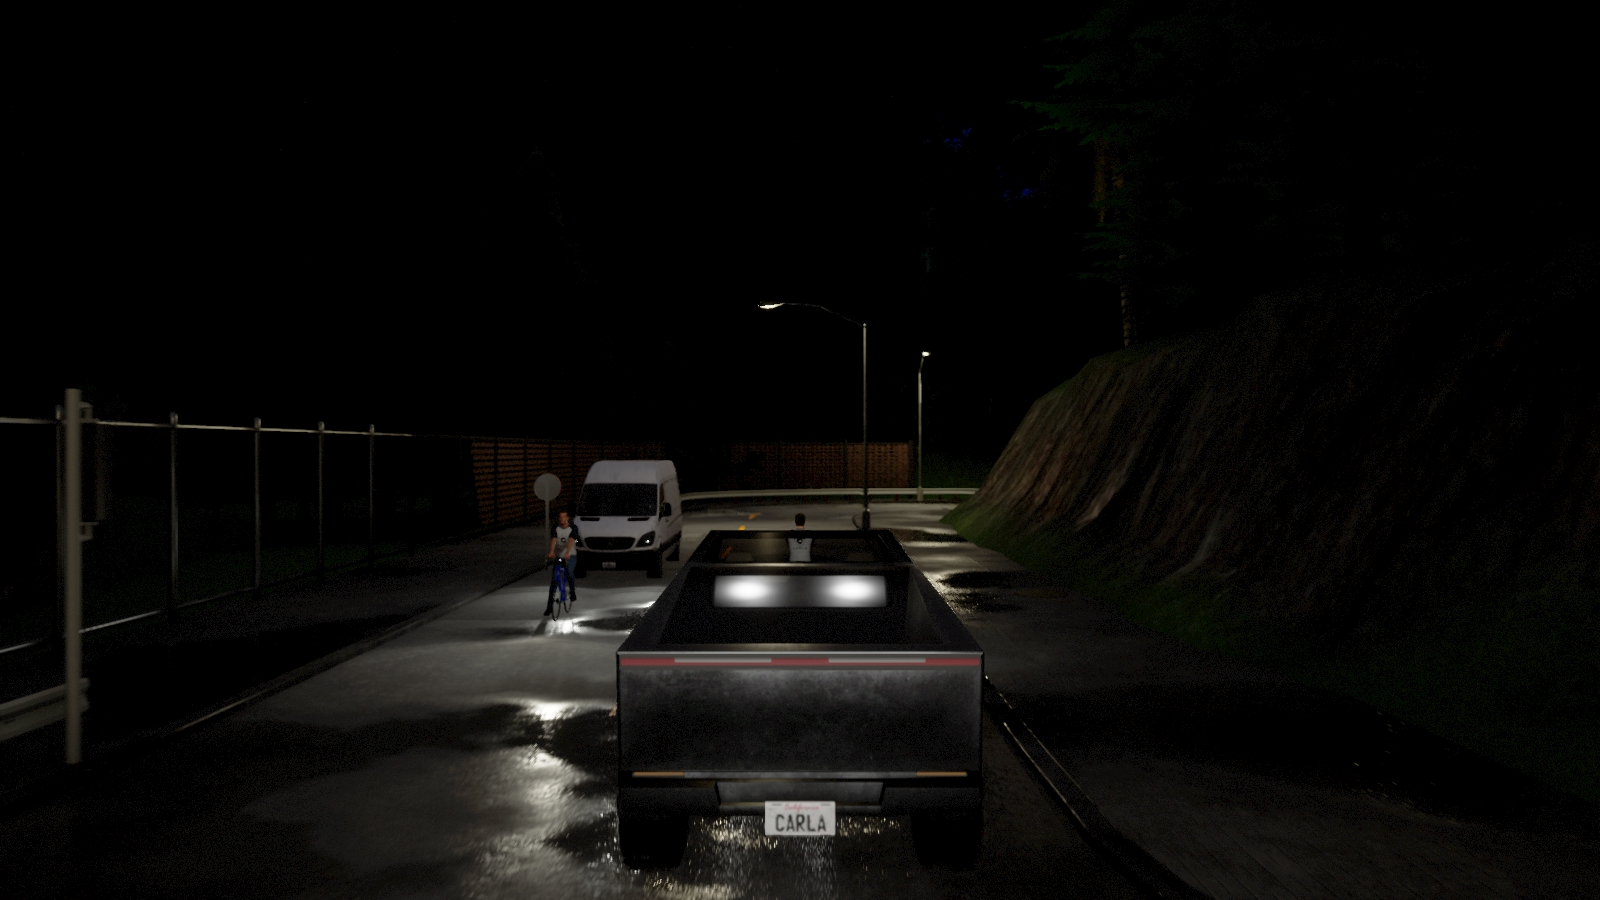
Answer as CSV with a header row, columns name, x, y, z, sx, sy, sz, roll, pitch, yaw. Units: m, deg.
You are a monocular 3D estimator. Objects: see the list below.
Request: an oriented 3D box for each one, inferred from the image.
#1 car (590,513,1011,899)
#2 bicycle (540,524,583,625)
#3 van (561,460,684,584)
name,x,y,z,sx,sy,sz,roll,pitch,yaw
car,0.001,1.752,9.624,2.390,2.098,6.274,0,0,0
bicycle,-3.993,2.054,19.191,0.373,1.496,1.643,0,0,0
van,-4.004,1.532,26.853,1.988,2.561,5.915,0,0,0
